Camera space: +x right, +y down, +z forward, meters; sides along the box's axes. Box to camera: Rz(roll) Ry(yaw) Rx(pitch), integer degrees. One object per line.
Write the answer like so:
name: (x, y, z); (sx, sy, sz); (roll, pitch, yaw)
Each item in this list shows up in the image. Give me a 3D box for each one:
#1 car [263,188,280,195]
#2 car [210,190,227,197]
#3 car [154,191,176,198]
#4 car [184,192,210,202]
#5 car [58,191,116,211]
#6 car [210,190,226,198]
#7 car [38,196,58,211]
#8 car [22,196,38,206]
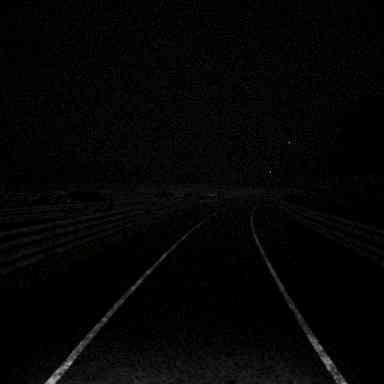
car: (20.405, 0.155, 85.861); (1.812, 1.442, 4.674); (1, 1, 30)
car: (6.043, 0.264, 75.109); (1.882, 1.535, 5.008); (1, 1, 30)
car: (-4.515, 0.669, 56.983); (1.837, 1.490, 4.892); (1, 1, 30)
car: (0.529, 0.788, 51.731); (1.837, 1.490, 4.892); (1, 2, 30)
car: (-10.139, 0.945, 33.419); (2.150, 2.045, 5.566); (1, 2, 30)
car: (5.036, 0.535, 66.441); (1.895, 1.301, 4.718); (0, 1, 30)
car: (-13.173, 1.189, 35.168); (2.128, 1.511, 4.902); (1, 2, 30)
car: (-16.197, 1.137, 36.930); (1.882, 1.535, 5.008); (1, 2, 30)
